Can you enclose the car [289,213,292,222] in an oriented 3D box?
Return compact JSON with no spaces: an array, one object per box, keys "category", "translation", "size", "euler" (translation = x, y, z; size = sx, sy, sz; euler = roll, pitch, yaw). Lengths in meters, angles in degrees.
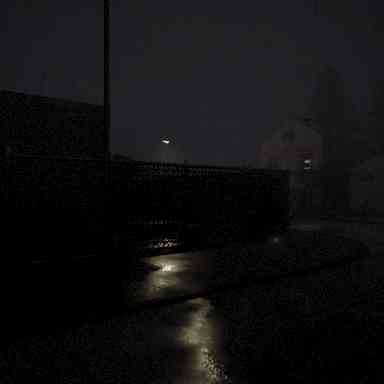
[{"category":"car","translation":[4.957,1.505,24.272],"size":[1.837,1.490,4.892],"euler":[0,0,-35]}]
